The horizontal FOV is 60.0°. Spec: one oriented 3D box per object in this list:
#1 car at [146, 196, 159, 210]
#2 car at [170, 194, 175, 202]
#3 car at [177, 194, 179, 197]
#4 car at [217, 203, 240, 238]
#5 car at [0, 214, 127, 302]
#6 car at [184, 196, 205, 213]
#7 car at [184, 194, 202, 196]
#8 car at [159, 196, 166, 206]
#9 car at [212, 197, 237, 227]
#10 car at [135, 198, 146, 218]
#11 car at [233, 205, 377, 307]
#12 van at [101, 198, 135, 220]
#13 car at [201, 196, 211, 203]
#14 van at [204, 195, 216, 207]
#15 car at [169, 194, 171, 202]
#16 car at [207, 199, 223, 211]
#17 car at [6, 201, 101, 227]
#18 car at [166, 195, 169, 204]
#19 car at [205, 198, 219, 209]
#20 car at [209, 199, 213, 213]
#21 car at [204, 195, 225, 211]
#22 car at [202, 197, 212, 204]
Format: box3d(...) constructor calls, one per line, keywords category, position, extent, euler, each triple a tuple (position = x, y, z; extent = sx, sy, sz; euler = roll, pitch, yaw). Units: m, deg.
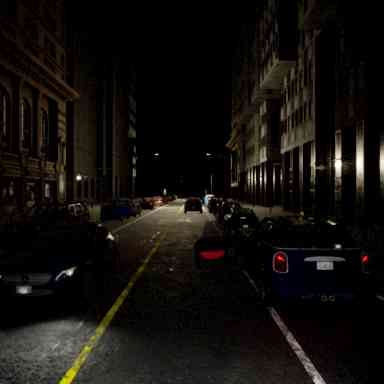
box3d(category="car", position=(-5.675, 1.455, 41.920), extent=(1.967, 1.590, 4.097), euler=(0, 0, 0))
box3d(category="car", position=(-5.607, 1.591, 75.530), extent=(2.008, 1.369, 4.403), euler=(0, 0, 0))
box3d(category="car", position=(-5.571, 1.371, 92.336), extent=(2.192, 1.841, 5.009), euler=(0, 0, 0))
box3d(category="car", position=(2.804, 1.554, 19.508), extent=(2.008, 1.369, 4.403), euler=(0, 0, 0))
box3d(category="car", position=(-3.071, 1.526, 8.407), extent=(1.812, 1.442, 4.674), euler=(0, 0, 0))
box3d(category="car", position=(0.144, 1.489, 36.404), extent=(1.882, 1.535, 5.008), euler=(0, 0, 0))
box3d(category="car", position=(0.108, 1.496, 46.531), extent=(1.882, 1.535, 5.008), euler=(0, 0, 0))
box3d(category="car", position=(-5.652, 1.463, 53.123), extent=(1.967, 1.590, 4.097), euler=(0, 0, 0))
box3d(category="car", position=(2.815, 1.446, 25.111), extent=(1.967, 1.590, 4.097), euler=(0, 0, 0))
box3d(category="car", position=(-5.699, 1.533, 30.546), extent=(1.752, 1.417, 4.829), euler=(0, 0, 0))
box3d(category="car", position=(2.404, 1.353, 8.126), extent=(2.097, 1.767, 4.553), euler=(0, 0, 0))
box3d(category="van", position=(-5.709, 1.346, 25.114), extent=(1.690, 1.788, 3.998), euler=(0, 0, 0))
box3d(category="car", position=(2.907, 1.618, 69.927), extent=(1.802, 1.307, 4.206), euler=(0, 0, 0))
box3d(category="van", position=(2.873, 1.364, 53.121), extent=(1.690, 1.788, 3.998), euler=(0, 0, 0))
box3d(category="car", position=(-5.630, 1.597, 64.327), extent=(1.947, 1.339, 4.313), euler=(0, 0, 0))
box3d(category="car", position=(2.849, 1.597, 41.917), extent=(1.802, 1.307, 4.206), euler=(0, 0, 0))
box3d(category="car", position=(-5.732, 1.317, 13.912), extent=(2.192, 1.841, 5.009), euler=(0, 0, 0))
box3d(category="car", position=(-5.641, 1.609, 58.724), extent=(1.802, 1.307, 4.206), euler=(0, 0, 0))
box3d(category="car", position=(2.861, 1.544, 47.689), extent=(1.752, 1.417, 4.829), euler=(0, 0, 0))
box3d(category="car", position=(2.827, 1.590, 30.713), extent=(1.802, 1.307, 4.206), euler=(0, 0, 0))
box3d(category="car", position=(2.839, 1.326, 36.315), extent=(2.192, 1.841, 5.009), euler=(0, 0, 0))
box3d(category="car", position=(2.895, 1.613, 64.326), extent=(1.802, 1.307, 4.206), euler=(0, 0, 0))
